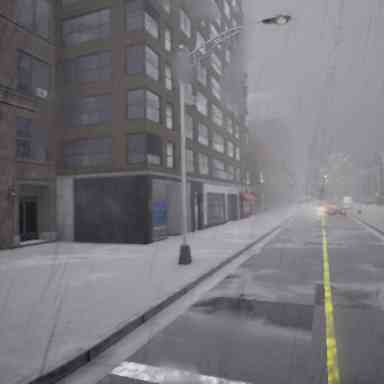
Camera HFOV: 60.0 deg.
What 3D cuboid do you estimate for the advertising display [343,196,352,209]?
[{"bbox_3d":[29.446,2.025,62.922,1.540,2.440,0.280,-2,-2,21],"label":"advertising display"}]

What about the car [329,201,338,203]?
[{"bbox_3d":[20.810,2.173,48.839,2.097,1.767,4.553,-2,-2,23],"label":"car"}]

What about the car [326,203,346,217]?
[{"bbox_3d":[17.127,2.258,39.382,1.895,1.301,4.718,-2,-2,21],"label":"car"}]
